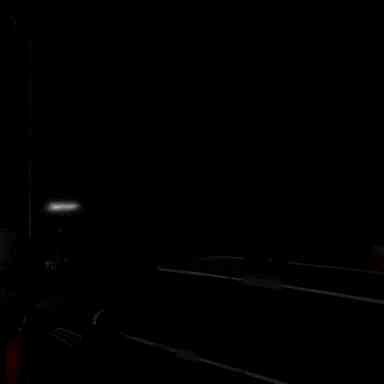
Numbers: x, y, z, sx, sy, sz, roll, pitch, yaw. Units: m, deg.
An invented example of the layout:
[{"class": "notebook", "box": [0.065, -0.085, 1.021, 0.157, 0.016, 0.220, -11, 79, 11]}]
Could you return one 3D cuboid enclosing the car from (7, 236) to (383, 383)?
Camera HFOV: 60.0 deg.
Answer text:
[{"class": "car", "box": [0.573, 1.315, 2.666, 5.009, 1.841, 2.192, 0, 0, 35]}]
